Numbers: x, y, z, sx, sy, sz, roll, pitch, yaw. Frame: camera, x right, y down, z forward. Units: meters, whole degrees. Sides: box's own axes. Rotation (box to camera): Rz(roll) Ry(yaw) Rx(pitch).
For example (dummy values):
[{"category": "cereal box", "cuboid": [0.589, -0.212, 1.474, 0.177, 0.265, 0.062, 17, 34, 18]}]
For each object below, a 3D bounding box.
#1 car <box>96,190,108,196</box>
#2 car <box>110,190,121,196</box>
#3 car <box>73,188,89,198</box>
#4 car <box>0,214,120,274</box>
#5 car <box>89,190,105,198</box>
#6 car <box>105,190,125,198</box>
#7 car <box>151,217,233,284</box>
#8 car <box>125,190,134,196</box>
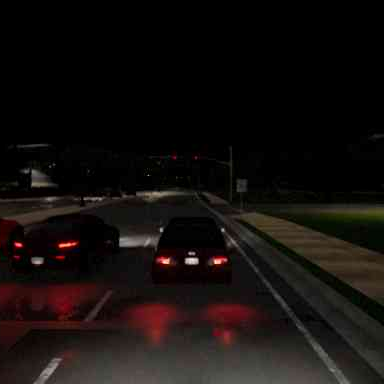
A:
[{"category": "car", "cuboid": [-23.317, 0.214, 86.377, 1.812, 1.442, 4.674, 0, 1, 0]}, {"category": "car", "cuboid": [-19.817, 0.242, 86.393, 1.994, 1.385, 4.181, 0, 1, 0]}, {"category": "car", "cuboid": [-23.311, 0.154, 70.751, 2.150, 2.045, 5.566, 0, 1, 0]}, {"category": "car", "cuboid": [-3.502, 1.373, 9.956, 1.812, 1.442, 4.674, 0, 1, 1]}, {"category": "car", "cuboid": [-19.811, 0.524, 70.781, 1.895, 1.301, 4.718, 0, 1, 0]}, {"category": "car", "cuboid": [-16.311, 0.468, 70.827, 2.033, 1.411, 5.357, 0, 1, 0]}, {"category": "car", "cuboid": [0.002, 1.406, 9.248, 2.033, 1.411, 5.357, 0, 1, 0]}, {"category": "car", "cuboid": [-16.317, 0.167, 86.402, 1.882, 1.535, 5.008, 0, 1, 0]}]
